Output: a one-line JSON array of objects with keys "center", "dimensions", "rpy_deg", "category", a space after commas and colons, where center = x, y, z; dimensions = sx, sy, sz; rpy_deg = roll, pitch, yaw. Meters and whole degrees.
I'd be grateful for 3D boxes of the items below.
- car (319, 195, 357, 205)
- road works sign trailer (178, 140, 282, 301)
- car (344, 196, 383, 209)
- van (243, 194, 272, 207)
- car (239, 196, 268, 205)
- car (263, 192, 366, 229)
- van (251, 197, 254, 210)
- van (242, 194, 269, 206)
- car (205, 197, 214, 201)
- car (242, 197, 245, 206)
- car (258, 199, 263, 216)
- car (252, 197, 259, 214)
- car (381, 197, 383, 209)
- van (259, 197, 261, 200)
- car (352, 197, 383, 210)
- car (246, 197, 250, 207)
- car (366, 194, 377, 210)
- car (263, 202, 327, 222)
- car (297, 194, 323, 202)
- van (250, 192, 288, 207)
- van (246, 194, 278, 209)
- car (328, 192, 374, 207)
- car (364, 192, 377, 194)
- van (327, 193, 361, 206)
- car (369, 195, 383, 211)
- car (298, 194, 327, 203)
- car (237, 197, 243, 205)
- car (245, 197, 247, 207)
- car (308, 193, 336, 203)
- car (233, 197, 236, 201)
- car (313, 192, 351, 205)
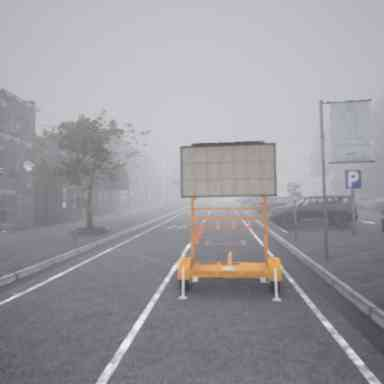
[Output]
[{"center": [23.986, 1.339, 54.643], "dimensions": [5.366, 1.575, 1.946], "rpy_deg": [-1, 0, 5], "category": "car"}, {"center": [0.938, 0.529, 8.523], "dimensions": [2.380, 3.560, 2.880], "rpy_deg": [-1, 0, 7], "category": "road works sign trailer"}, {"center": [22.875, 1.386, 43.595], "dimensions": [4.792, 1.488, 2.163], "rpy_deg": [-1, 0, 5], "category": "car"}, {"center": [10.838, 1.382, 55.241], "dimensions": [4.442, 1.987, 1.878], "rpy_deg": [-1, 0, 5], "category": "van"}, {"center": [11.202, 1.599, 60.838], "dimensions": [4.892, 1.521, 2.231], "rpy_deg": [-1, 0, 5], "category": "car"}, {"center": [7.795, 1.263, 21.732], "dimensions": [5.566, 2.045, 2.435], "rpy_deg": [-1, 0, 5], "category": "car"}, {"center": [8.916, 1.370, 35.707], "dimensions": [4.442, 1.987, 1.878], "rpy_deg": [-1, 0, 5], "category": "van"}, {"center": [11.079, 1.376, 58.034], "dimensions": [4.442, 1.987, 1.878], "rpy_deg": [-1, 0, 5], "category": "van"}, {"center": [4.686, 1.625, 88.693], "dimensions": [2.097, 1.767, 4.553], "rpy_deg": [-1, 0, 5], "category": "car"}, {"center": [10.009, 1.622, 46.869], "dimensions": [4.892, 1.521, 2.231], "rpy_deg": [-1, 0, 5], "category": "car"}, {"center": [7.885, 1.531, 24.537], "dimensions": [5.366, 1.575, 1.946], "rpy_deg": [-1, 0, 5], "category": "car"}, {"center": [8.790, 1.578, 32.899], "dimensions": [5.008, 1.535, 2.097], "rpy_deg": [-1, 0, 5], "category": "car"}, {"center": [21.883, 1.321, 32.529], "dimensions": [4.892, 1.521, 2.231], "rpy_deg": [-1, 0, 5], "category": "car"}, {"center": [8.665, 1.334, 30.098], "dimensions": [4.442, 1.987, 1.878], "rpy_deg": [-1, 0, 5], "category": "van"}, {"center": [22.577, 1.385, 40.827], "dimensions": [4.792, 1.488, 2.163], "rpy_deg": [-1, 0, 5], "category": "car"}, {"center": [9.549, 1.644, 41.277], "dimensions": [4.792, 1.488, 2.163], "rpy_deg": [-1, 0, 5], "category": "car"}, {"center": [22.551, 1.337, 38.047], "dimensions": [5.366, 1.575, 1.946], "rpy_deg": [-1, 0, 5], "category": "car"}, {"center": [8.315, 1.586, 27.313], "dimensions": [4.674, 1.452, 2.002], "rpy_deg": [-1, 0, 5], "category": "car"}, {"center": [25.240, 1.311, 71.253], "dimensions": [4.892, 1.521, 2.231], "rpy_deg": [-1, 0, 5], "category": "car"}, {"center": [9.390, 1.376, 38.478], "dimensions": [4.442, 1.987, 1.878], "rpy_deg": [-1, 0, 5], "category": "van"}, {"center": [10.356, 1.393, 49.657], "dimensions": [4.442, 1.987, 1.878], "rpy_deg": [-1, 0, 5], "category": "van"}, {"center": [23.347, 1.105, 49.127], "dimensions": [5.566, 2.045, 2.435], "rpy_deg": [-1, 0, 5], "category": "car"}, {"center": [23.051, 1.107, 46.365], "dimensions": [5.566, 2.045, 2.435], "rpy_deg": [-1, 0, 5], "category": "car"}, {"center": [23.674, 1.123, 51.885], "dimensions": [4.442, 1.987, 1.878], "rpy_deg": [-1, 0, 5], "category": "van"}, {"center": [22.123, 1.333, 35.297], "dimensions": [5.008, 1.535, 2.097], "rpy_deg": [-1, 0, 5], "category": "car"}, {"center": [24.810, 1.317, 68.503], "dimensions": [5.366, 1.575, 1.946], "rpy_deg": [-1, 0, 5], "category": "car"}, {"center": [10.452, 1.365, 52.460], "dimensions": [5.566, 2.045, 2.435], "rpy_deg": [-1, 0, 5], "category": "car"}, {"center": [9.759, 1.660, 44.077], "dimensions": [4.674, 1.452, 2.002], "rpy_deg": [-1, 0, 5], "category": "car"}, {"center": [24.546, 1.202, 62.955], "dimensions": [4.553, 1.767, 2.185], "rpy_deg": [-1, 0, 5], "category": "car"}, {"center": [11.899, 1.330, 69.218], "dimensions": [5.566, 2.045, 2.435], "rpy_deg": [-1, 0, 5], "category": "car"}, {"center": [24.063, 1.088, 57.423], "dimensions": [5.566, 2.045, 2.435], "rpy_deg": [-1, 0, 5], "category": "car"}]
